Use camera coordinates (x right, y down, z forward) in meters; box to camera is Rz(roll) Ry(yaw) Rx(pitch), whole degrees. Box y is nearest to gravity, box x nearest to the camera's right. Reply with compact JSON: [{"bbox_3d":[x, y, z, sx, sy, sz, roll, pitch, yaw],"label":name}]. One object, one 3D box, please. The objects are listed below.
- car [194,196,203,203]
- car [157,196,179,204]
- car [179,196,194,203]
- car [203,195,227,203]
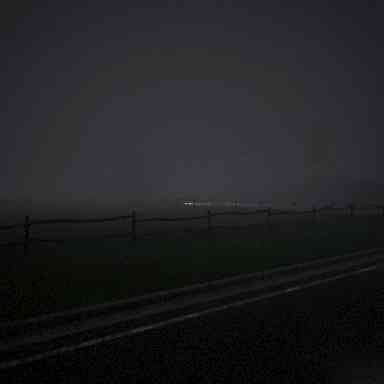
[{"bbox_3d":[0.633,1.599,68.735,2.033,1.411,5.357,0,0,-36],"label":"car"},{"bbox_3d":[-5.019,1.556,64.606,1.812,1.442,4.674,0,0,-36],"label":"car"},{"bbox_3d":[-2.193,1.596,66.671,1.994,1.385,4.181,0,0,-36],"label":"car"},{"bbox_3d":[5.197,1.468,68.409,2.128,1.511,4.902,0,0,-36],"label":"car"}]
